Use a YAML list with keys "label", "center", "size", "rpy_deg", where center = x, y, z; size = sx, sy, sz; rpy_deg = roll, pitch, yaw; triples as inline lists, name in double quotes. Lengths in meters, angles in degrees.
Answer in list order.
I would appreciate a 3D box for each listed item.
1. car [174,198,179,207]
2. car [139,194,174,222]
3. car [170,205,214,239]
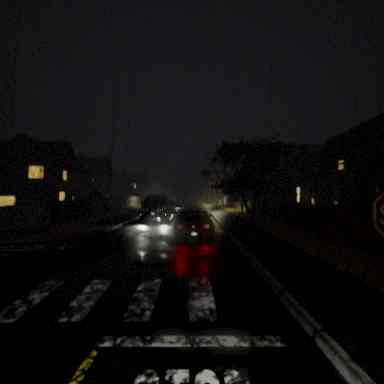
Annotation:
- label: "car"
  center: [-2.862, 1.573, 37.428]
  size: [2.033, 1.411, 5.357]
  rpy_deg: [0, 0, 0]
- label: "car"
  center: [-2.861, 1.230, 26.953]
  size: [2.150, 2.045, 5.566]
  rpy_deg: [0, 0, 0]
- label: "car"
  center: [0.077, 1.632, 17.676]
  size: [1.895, 1.301, 4.718]
  rpy_deg: [-2, 0, 0]
